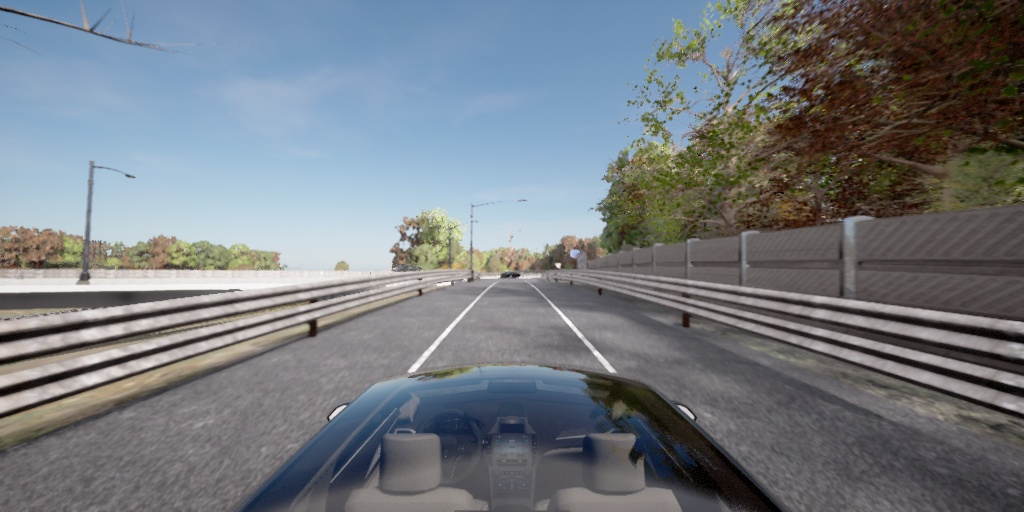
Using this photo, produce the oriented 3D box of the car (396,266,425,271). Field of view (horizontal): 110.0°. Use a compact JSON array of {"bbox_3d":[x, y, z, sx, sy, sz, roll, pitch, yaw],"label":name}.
[{"bbox_3d":[-13.866,2.455,51.037,5.566,2.045,2.150,3,-4,-44],"label":"car"}]
